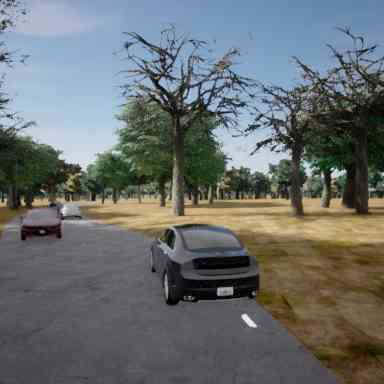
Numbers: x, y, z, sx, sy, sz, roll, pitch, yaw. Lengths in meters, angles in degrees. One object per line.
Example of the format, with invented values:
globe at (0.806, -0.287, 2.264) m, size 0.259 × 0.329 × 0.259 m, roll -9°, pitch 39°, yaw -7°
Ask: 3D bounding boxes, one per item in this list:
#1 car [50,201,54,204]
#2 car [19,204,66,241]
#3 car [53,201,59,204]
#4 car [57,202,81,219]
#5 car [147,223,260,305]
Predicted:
car at (-29.423, 2.576, 71.612) m, size 2.033 × 1.411 × 5.357 m, roll 0°, pitch -1°, yaw -15°
car at (-8.224, 1.660, 18.099) m, size 1.882 × 1.535 × 5.008 m, roll 0°, pitch -1°, yaw -26°
car at (-16.781, 2.090, 43.848) m, size 2.128 × 1.511 × 4.902 m, roll 0°, pitch -1°, yaw -23°
car at (-12.491, 1.958, 33.977) m, size 1.812 × 1.442 × 4.674 m, roll 0°, pitch -1°, yaw -26°
car at (0.055, 1.538, 8.273) m, size 1.837 × 1.490 × 4.892 m, roll 0°, pitch 0°, yaw -13°
